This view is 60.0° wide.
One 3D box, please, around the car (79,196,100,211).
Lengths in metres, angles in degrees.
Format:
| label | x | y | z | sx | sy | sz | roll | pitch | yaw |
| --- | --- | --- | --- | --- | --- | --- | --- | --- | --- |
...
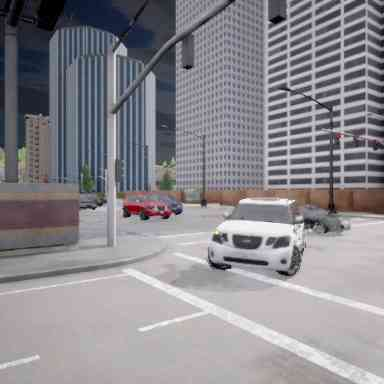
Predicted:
| label | x | y | z | sx | sy | sz | roll | pitch | yaw |
| --- | --- | --- | --- | --- | --- | --- | --- | --- | --- |
| car | -13.302 | 1.564 | 41.039 | 1.994 | 1.385 | 4.181 | 0 | 0 | -35 |

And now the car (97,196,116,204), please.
| label | x | y | z | sx | sy | sz | roll | pitch | yaw |
| --- | --- | --- | --- | --- | --- | --- | --- | --- | --- |
| car | -16.571 | 1.547 | 64.210 | 2.033 | 1.411 | 5.357 | 0 | 0 | -34 |

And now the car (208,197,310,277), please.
| label | x | y | z | sx | sy | sz | roll | pitch | yaw |
| --- | --- | --- | --- | --- | --- | --- | --- | --- | --- |
| car | 2.407 | 1.221 | 10.794 | 2.150 | 2.045 | 5.566 | 2 | 1 | 23 |

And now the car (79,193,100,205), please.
| label | x | y | z | sx | sy | sz | roll | pitch | yaw |
| --- | --- | --- | --- | --- | --- | --- | --- | --- | --- |
| car | -19.163 | 1.222 | 61.829 | 2.150 | 2.045 | 5.566 | 0 | 0 | -35 |

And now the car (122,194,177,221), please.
| label | x | y | z | sx | sy | sz | roll | pitch | yaw |
| --- | --- | --- | --- | --- | --- | --- | --- | --- | --- |
| car | -3.890 | 1.223 | 27.670 | 2.150 | 2.045 | 5.566 | 0 | 0 | -35 |

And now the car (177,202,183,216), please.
| label | x | y | z | sx | sy | sz | roll | pitch | yaw |
| --- | --- | --- | --- | --- | --- | --- | --- | --- | --- |
| car | -3.096 | 1.223 | 32.617 | 2.150 | 2.045 | 5.566 | 0 | 0 | -35 |

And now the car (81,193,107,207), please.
| label | x | y | z | sx | sy | sz | roll | pitch | yaw |
| --- | --- | --- | --- | --- | --- | --- | --- | --- | --- |
| car | -15.196 | 1.224 | 49.872 | 2.150 | 2.045 | 5.566 | 0 | 0 | -35 |

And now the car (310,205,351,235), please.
| label | x | y | z | sx | sy | sz | roll | pitch | yaw |
| --- | --- | --- | --- | --- | --- | --- | --- | --- | --- |
| car | 6.495 | 1.492 | 19.010 | 2.128 | 1.511 | 4.902 | 0 | 0 | -35 |
